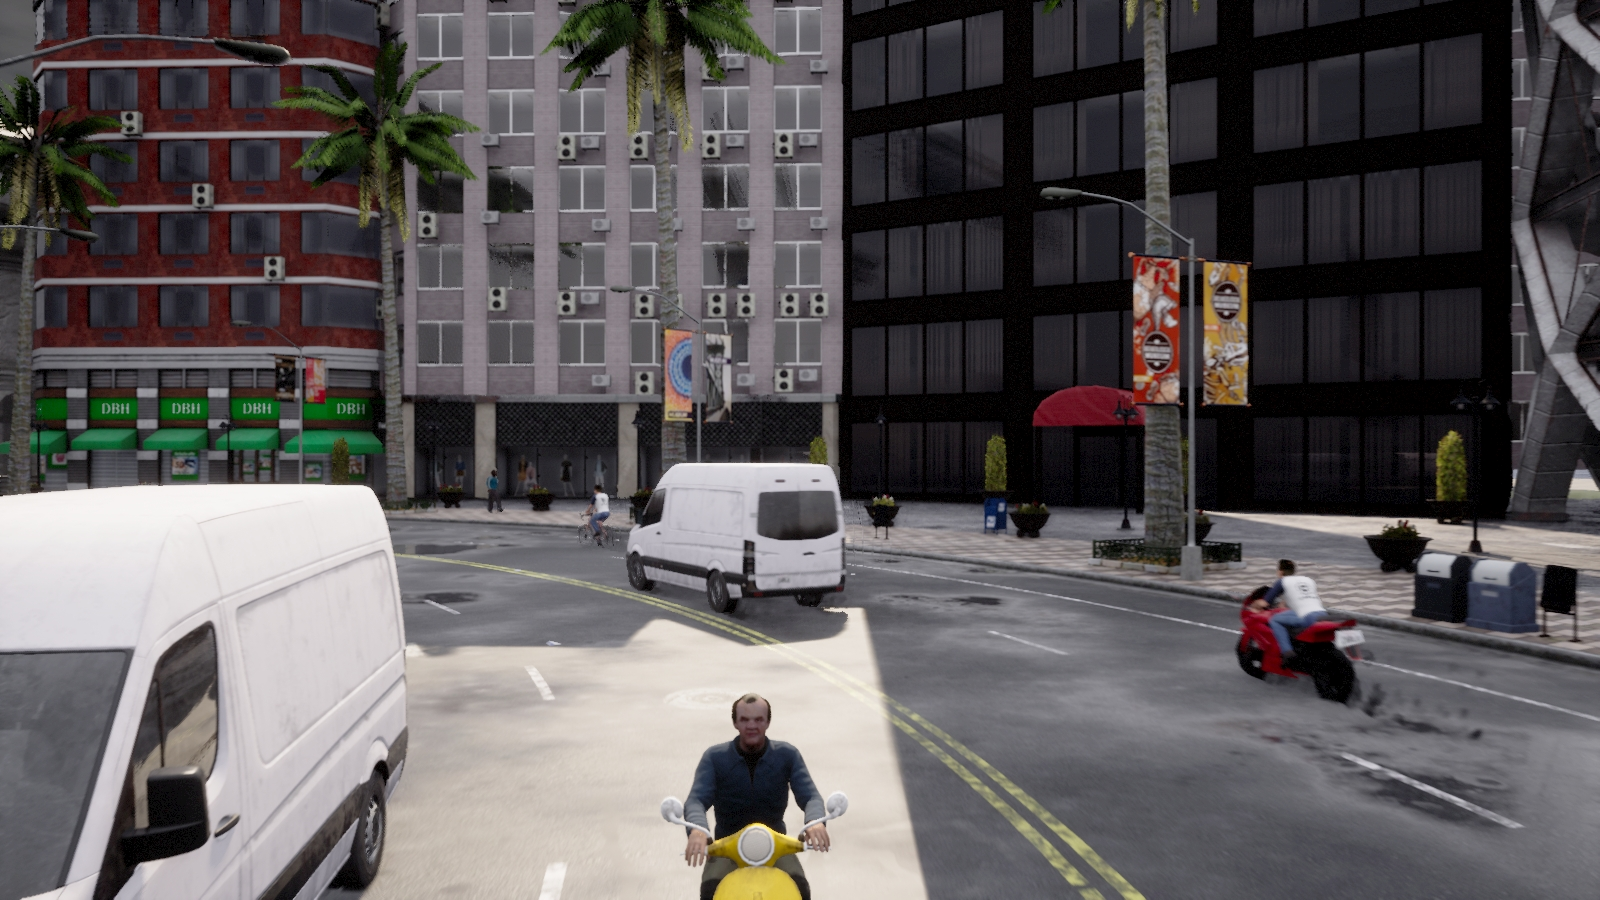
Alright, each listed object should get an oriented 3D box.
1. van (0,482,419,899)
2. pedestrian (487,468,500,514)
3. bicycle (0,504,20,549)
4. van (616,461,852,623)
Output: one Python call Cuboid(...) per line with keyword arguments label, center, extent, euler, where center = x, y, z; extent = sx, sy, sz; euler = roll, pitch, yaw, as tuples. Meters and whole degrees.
Cuboid(label="van", center=(-3.530, 1.529, 5.602), extent=(1.988, 2.561, 5.915), euler=(0, 0, -7))
Cuboid(label="pedestrian", center=(-12.531, 1.669, 46.689), extent=(0.375, 1.860, 0.375), euler=(0, 0, -45))
Cuboid(label="bicycle", center=(-22.819, 2.186, 32.811), extent=(1.643, 1.196, 0.373), euler=(0, 0, 44))
Cuboid(label="van", center=(-1.462, 1.520, 21.566), extent=(1.988, 2.561, 5.915), euler=(0, 0, -30))
